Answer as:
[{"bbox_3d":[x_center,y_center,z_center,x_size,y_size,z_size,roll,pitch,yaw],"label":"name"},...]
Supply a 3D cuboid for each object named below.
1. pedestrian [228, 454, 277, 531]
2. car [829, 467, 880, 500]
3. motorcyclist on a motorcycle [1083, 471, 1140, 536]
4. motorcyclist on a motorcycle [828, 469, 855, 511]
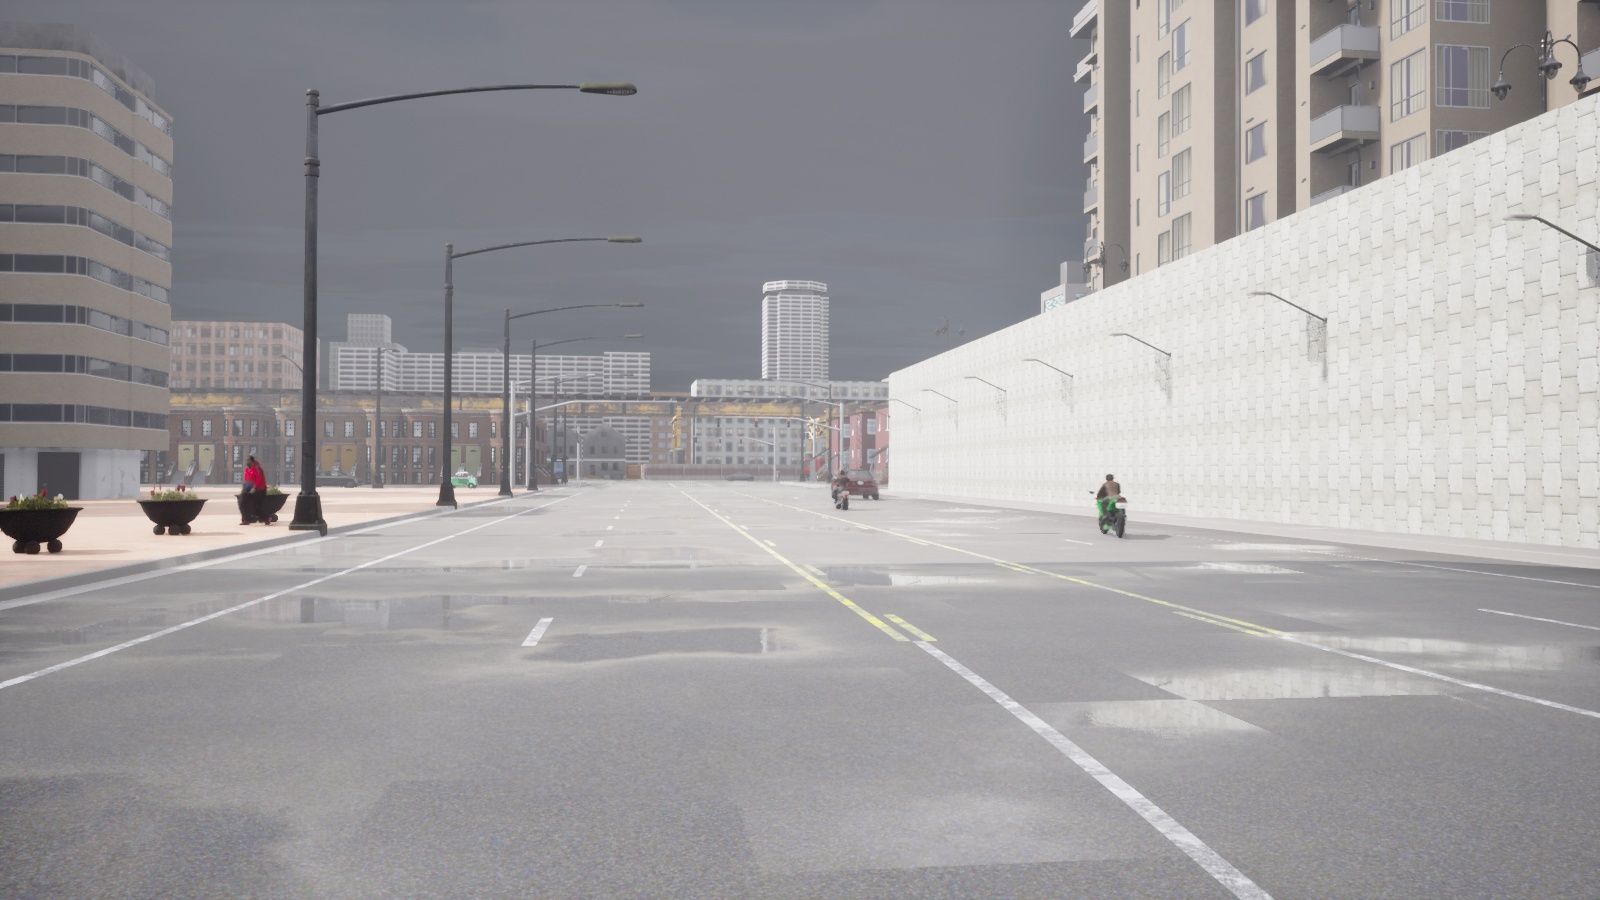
[{"bbox_3d":[-13.353,1.031,30.639,0.634,1.844,0.899,-1,-1,26],"label":"pedestrian"},{"bbox_3d":[2.975,1.814,69.488,2.097,1.767,4.553,0,-1,-7],"label":"car"},{"bbox_3d":[7.530,1.271,30.402,0.797,1.523,2.044,-1,-1,-1],"label":"motorcyclist on a motorcycle"},{"bbox_3d":[1.668,1.603,50.918,0.766,1.649,2.350,0,-1,-7],"label":"motorcyclist on a motorcycle"}]
